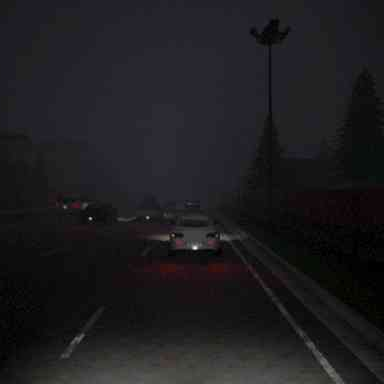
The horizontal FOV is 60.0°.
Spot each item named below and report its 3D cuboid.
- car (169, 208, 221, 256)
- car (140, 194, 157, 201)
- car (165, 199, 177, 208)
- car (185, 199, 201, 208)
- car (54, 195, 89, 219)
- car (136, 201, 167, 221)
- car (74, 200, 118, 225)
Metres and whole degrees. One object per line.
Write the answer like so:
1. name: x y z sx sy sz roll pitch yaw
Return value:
1. car: 0.099 1.563 13.093 1.812 1.442 4.674 0 0 0
2. car: -6.897 1.374 53.054 2.150 2.045 5.566 0 0 0
3. car: -3.397 1.750 51.883 1.895 1.301 4.718 0 0 0
4. car: 0.101 1.612 41.962 2.128 1.511 4.902 0 0 0
5. car: -10.398 1.306 29.941 2.150 2.045 5.566 0 0 0
6. car: -3.399 1.681 27.812 1.895 1.301 4.718 0 0 0
7. car: -6.898 1.576 25.043 1.837 1.490 4.892 0 0 0
